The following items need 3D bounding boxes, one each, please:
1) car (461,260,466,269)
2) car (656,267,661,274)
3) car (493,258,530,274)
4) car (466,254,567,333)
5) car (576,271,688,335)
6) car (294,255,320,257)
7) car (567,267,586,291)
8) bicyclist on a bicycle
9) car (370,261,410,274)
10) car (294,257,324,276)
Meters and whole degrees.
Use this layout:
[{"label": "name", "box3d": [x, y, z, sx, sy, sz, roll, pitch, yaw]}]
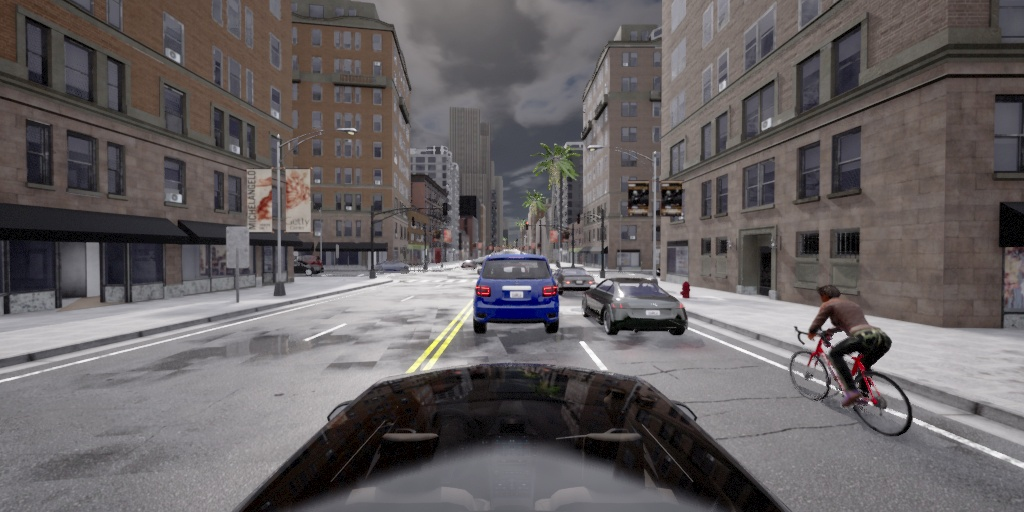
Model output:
[{"label": "car", "box3d": [-6.628, 1.308, 55.096, 1.994, 1.385, 4.181, 0, 0, 0]}, {"label": "car", "box3d": [16.184, 1.513, 34.612, 4.313, 1.339, 1.948, 0, 0, 0]}, {"label": "car", "box3d": [-0.158, 1.089, 42.134, 2.097, 1.767, 4.553, 1, 0, -35]}, {"label": "car", "box3d": [0.095, 0.970, 10.820, 2.150, 2.045, 5.566, 0, 0, 0]}, {"label": "car", "box3d": [3.328, 1.313, 10.485, 1.994, 1.385, 4.181, 0, 0, 0]}, {"label": "car", "box3d": [-23.923, 0.836, 40.078, 5.009, 1.841, 2.192, 0, 0, -9]}, {"label": "car", "box3d": [3.237, 1.295, 19.718, 2.033, 1.411, 5.357, 0, 0, 0]}, {"label": "bicyclist on a bicycle", "box3d": [4.142, 1.202, 4.528, 0.582, 1.620, 1.656, 0, 0, 0]}, {"label": "car", "box3d": [-13.442, 1.193, 39.458, 4.181, 1.385, 1.994, 0, 1, -23]}, {"label": "car", "box3d": [-20.893, 1.124, 34.694, 4.892, 1.490, 1.837, 1, 1, -9]}]
